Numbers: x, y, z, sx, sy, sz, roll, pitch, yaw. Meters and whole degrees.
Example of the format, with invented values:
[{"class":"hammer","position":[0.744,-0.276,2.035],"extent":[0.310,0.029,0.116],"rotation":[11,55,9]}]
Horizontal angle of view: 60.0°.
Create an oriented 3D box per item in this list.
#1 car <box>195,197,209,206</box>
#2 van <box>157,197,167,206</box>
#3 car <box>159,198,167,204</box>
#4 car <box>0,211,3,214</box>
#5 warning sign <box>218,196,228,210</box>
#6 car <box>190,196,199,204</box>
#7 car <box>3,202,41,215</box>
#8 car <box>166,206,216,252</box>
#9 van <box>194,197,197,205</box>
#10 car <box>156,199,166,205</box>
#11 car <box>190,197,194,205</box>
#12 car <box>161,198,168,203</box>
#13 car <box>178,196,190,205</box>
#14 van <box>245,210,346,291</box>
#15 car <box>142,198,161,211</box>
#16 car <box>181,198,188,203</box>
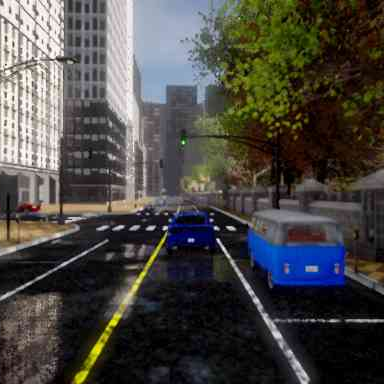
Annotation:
[{"class":"car","position":[1.851,2.001,52.664],"extent":[1.752,1.417,4.829],"rotation":[0,0,-2]},{"class":"van","position":[-6.685,1.955,68.739],"extent":[1.690,1.788,3.998],"rotation":[0,0,-2]},{"class":"car","position":[-7.350,2.297,85.366],"extent":[1.887,1.381,4.507],"rotation":[0,0,-2]},{"class":"car","position":[-18.272,1.654,27.186],"extent":[4.206,1.307,1.802],"rotation":[1,-1,3]},{"class":"warning sign","position":[4.368,1.545,47.431],"extent":[1.300,1.860,1.060],"rotation":[0,0,-1]},{"class":"car","position":[0.666,2.070,85.748],"extent":[2.192,1.841,5.009],"rotation":[0,0,-3]},{"class":"car","position":[-18.253,1.708,35.299],"extent":[4.206,1.307,1.802],"rotation":[1,-1,3]},{"class":"car","position":[-0.045,1.613,14.520],"extent":[1.882,1.535,5.008],"rotation":[0,0,0]},{"class":"van","position":[1.697,1.863,58.038],"extent":[1.690,1.788,3.998],"rotation":[0,0,-2]},{"class":"car","position":[-6.891,2.205,74.279],"extent":[1.887,1.381,4.507],"rotation":[0,0,-2]},{"class":"car","position":[1.119,2.190,74.829],"extent":[1.752,1.417,4.829],"rotation":[0,0,-2]},{"class":"car","position":[-7.606,2.380,90.909],"extent":[1.802,1.307,4.206],"rotation":[0,0,-3]},{"class":"car","position":[-1.481,2.171,75.721],"extent":[2.128,1.511,4.902],"rotation":[0,0,-2]},{"class":"van","position":[2.546,1.425,8.952],"extent":[1.690,1.788,3.998],"rotation":[0,-1,0]},{"class":"car","position":[-5.875,1.974,46.567],"extent":[2.008,1.369,4.403],"rotation":[0,-1,-1]},{"class":"car","position":[-1.977,2.197,87.421],"extent":[1.895,1.301,4.718],"rotation":[0,0,-3]}]
